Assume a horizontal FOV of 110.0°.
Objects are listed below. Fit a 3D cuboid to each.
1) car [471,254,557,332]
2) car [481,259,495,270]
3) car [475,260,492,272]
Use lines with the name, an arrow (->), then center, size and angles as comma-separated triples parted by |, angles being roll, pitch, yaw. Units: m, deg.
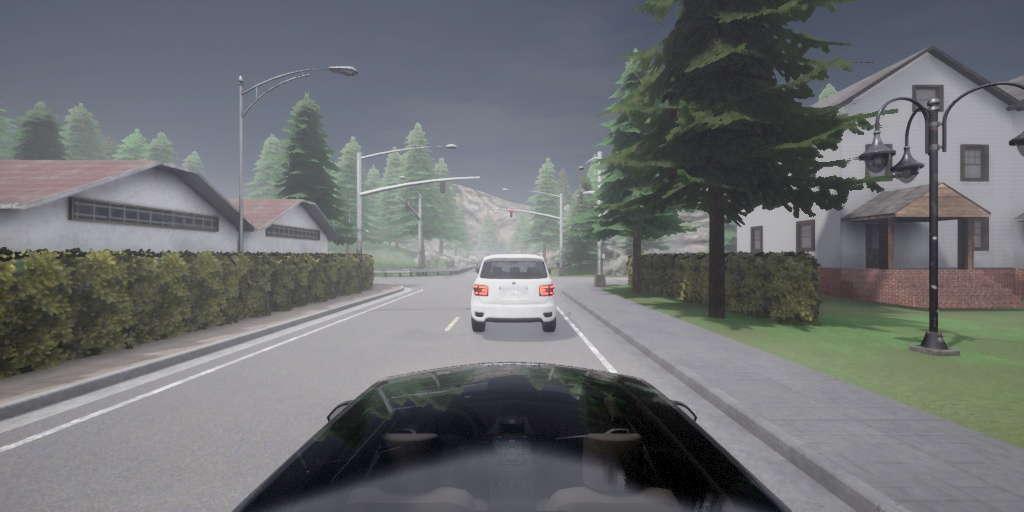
car -> 0.058, 0.971, 10.960 | 2.150, 2.045, 5.566 | 0, 0, 0
car -> -3.634, 1.276, 55.270 | 1.812, 1.442, 4.674 | 0, 0, 0
car -> -3.629, 1.254, 46.033 | 1.837, 1.490, 4.892 | 0, 0, 0
